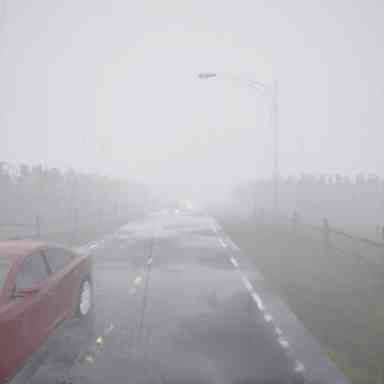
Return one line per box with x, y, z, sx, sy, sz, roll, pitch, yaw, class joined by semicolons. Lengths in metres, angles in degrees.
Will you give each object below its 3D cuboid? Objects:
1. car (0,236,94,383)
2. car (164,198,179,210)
-2.852;1.485;4.554;1.882;1.535;5.008;0;0;0;car
-2.836;1.590;46.167;1.882;1.535;5.008;0;0;0;car
